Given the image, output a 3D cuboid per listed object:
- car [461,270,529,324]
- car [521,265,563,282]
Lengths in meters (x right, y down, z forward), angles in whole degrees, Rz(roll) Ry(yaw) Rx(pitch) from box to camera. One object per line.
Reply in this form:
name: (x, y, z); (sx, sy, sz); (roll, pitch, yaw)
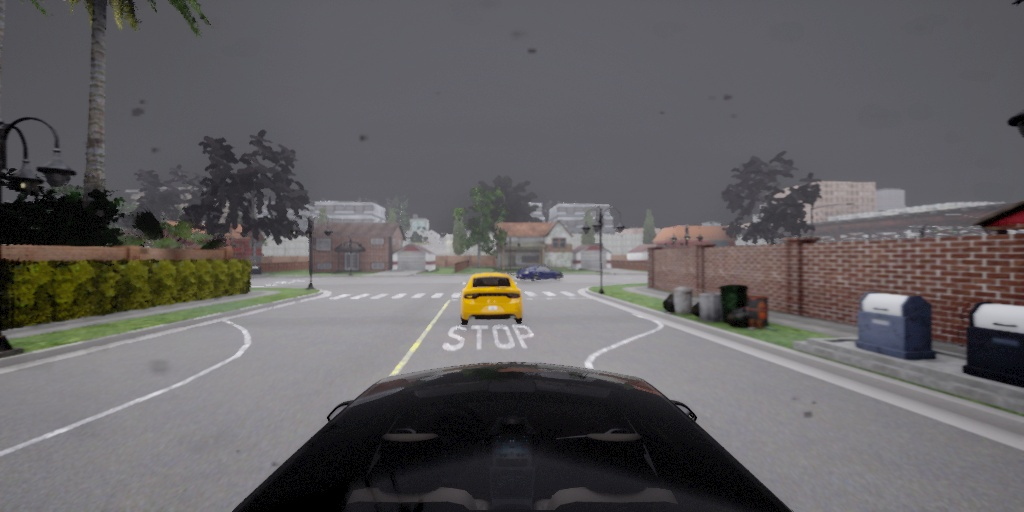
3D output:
car: (-0.750, 1.329, 12.587); (1.882, 1.535, 5.008); (0, 0, -5)
car: (2.554, 1.574, 32.639); (4.674, 1.442, 1.812); (1, -2, -37)
